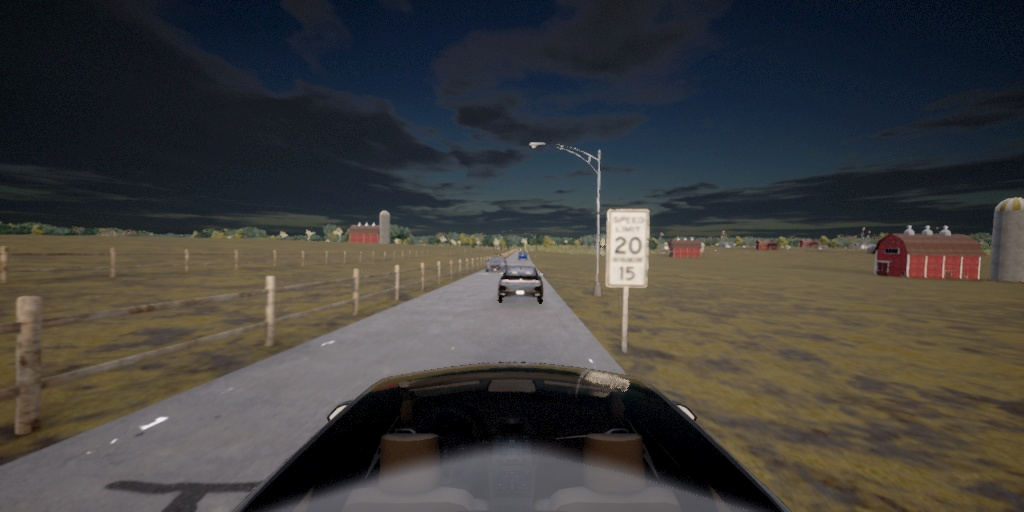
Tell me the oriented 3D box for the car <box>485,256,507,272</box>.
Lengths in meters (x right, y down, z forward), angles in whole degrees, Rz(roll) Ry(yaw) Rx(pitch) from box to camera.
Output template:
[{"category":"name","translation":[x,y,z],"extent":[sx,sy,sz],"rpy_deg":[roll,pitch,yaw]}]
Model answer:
[{"category":"car","translation":[-1.635,0.809,38.771],"extent":[2.097,1.767,4.553],"rpy_deg":[1,1,2]}]

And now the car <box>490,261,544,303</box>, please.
[{"category":"car","translation":[0.400,1.172,16.194],"extent":[2.128,1.511,4.902],"rpy_deg":[1,0,2]}]
